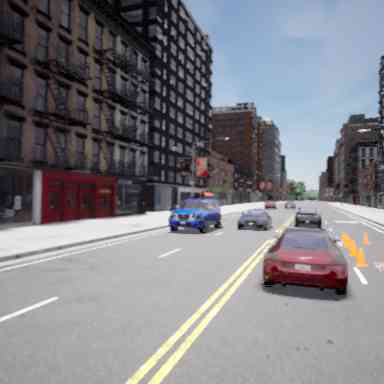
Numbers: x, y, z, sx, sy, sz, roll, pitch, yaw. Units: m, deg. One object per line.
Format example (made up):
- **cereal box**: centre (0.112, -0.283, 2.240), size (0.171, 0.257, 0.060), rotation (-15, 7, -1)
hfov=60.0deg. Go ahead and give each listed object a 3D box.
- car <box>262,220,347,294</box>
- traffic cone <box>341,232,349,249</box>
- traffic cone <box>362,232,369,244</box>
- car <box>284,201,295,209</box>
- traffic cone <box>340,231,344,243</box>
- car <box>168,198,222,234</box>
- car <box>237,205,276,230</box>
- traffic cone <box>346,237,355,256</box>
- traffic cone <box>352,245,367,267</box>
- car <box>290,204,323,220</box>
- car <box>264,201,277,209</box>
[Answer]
- **car**: centre (3.199, 1.718, 9.469), size (1.994, 1.385, 4.181), rotation (1, -1, 20)
- **traffic cone**: centre (7.008, 2.232, 14.935), size (0.340, 0.580, 0.340), rotation (1, -1, 20)
- **traffic cone**: centre (8.619, 2.275, 16.485), size (0.340, 0.580, 0.340), rotation (1, -1, 20)
- **car**: centre (18.396, 2.464, 62.380), size (2.128, 1.511, 4.902), rotation (1, -1, 20)
- **traffic cone**: centre (7.677, 2.263, 16.819), size (0.340, 0.580, 0.340), rotation (1, -1, 20)
- **car**: centre (0.388, 1.453, 21.578), size (2.150, 2.045, 5.566), rotation (1, -1, 20)
- **car**: centre (4.456, 1.884, 23.331), size (1.994, 1.385, 4.181), rotation (1, -1, 20)
- **traffic cone**: centre (6.340, 2.201, 13.050), size (0.340, 0.580, 0.340), rotation (1, -1, 20)
- **traffic cone**: centre (5.672, 2.169, 11.165), size (0.340, 0.580, 0.340), rotation (1, -1, 20)
- **car**: centre (8.849, 1.908, 25.389), size (2.128, 1.511, 4.902), rotation (1, -1, 20)
- **car**: centre (14.414, 2.363, 60.908), size (1.882, 1.535, 5.008), rotation (1, -1, 20)
